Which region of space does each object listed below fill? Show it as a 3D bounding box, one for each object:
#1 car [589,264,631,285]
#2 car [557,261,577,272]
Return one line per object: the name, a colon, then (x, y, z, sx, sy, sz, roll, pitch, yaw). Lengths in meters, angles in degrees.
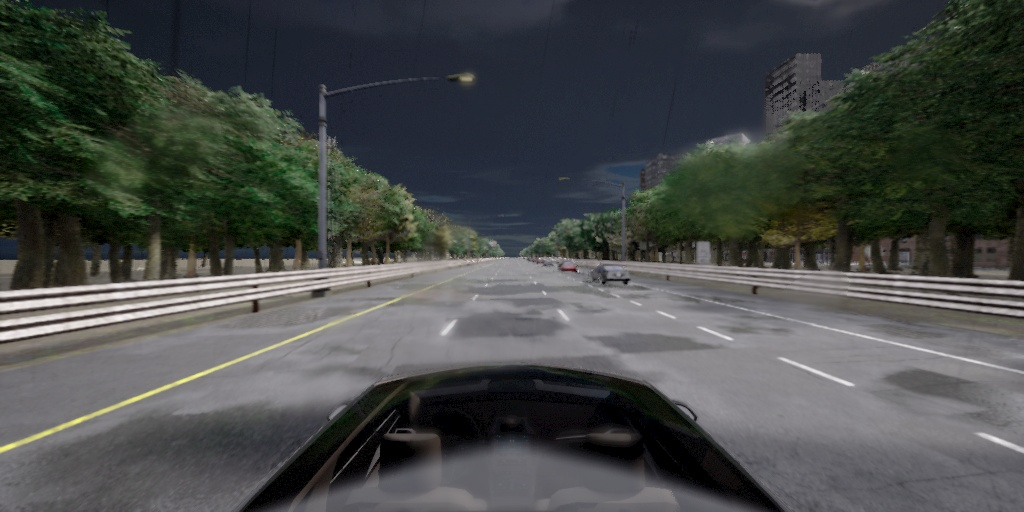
car: (7.000, 1.305, 26.053, 2.033, 1.411, 5.357, 0, 0, 0)
car: (6.999, 1.331, 45.941, 1.994, 1.385, 4.181, 0, 0, 0)
